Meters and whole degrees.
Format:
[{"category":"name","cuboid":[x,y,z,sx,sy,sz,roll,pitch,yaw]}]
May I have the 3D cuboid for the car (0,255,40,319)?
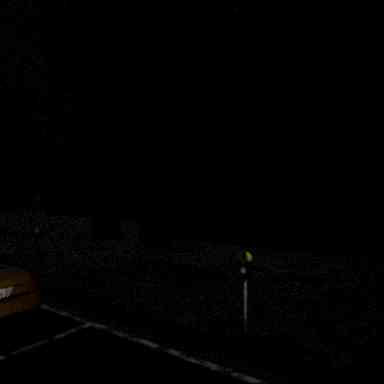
[{"category":"car","cuboid":[-4.874,1.555,6.456,4.829,1.417,1.752,0,0,36]}]
